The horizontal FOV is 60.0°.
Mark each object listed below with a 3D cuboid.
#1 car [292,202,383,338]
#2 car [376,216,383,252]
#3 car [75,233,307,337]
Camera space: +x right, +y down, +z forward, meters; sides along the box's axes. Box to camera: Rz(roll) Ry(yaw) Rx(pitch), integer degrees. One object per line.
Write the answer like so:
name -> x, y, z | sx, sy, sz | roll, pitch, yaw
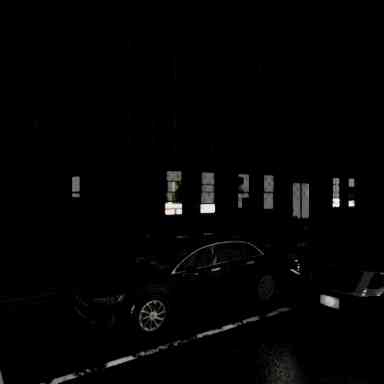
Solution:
car -> 4.231, 1.221, 6.396 | 5.566, 2.045, 2.150 | 0, 0, -36
car -> 9.266, 1.581, 13.169 | 4.206, 1.307, 1.802 | 0, 0, -35
car -> -0.002, 1.550, 6.558 | 4.403, 1.369, 2.008 | 0, 0, -35
